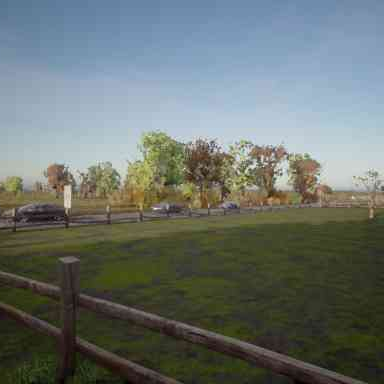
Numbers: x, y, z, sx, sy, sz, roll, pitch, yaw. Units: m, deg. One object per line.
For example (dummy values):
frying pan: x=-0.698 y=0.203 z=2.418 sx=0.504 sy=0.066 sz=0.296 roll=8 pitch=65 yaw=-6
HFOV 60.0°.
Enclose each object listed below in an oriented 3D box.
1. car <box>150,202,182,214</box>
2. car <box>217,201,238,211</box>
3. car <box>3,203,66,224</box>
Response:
car: x=-3.169 y=1.936 z=41.099 sx=2.128 sy=1.511 sz=4.902 roll=1 pitch=0 yaw=35
car: x=5.831 y=2.192 z=53.629 sx=1.812 sy=1.442 sz=4.674 roll=1 pitch=0 yaw=36
car: x=-12.896 y=1.707 z=27.421 sx=1.837 sy=1.490 sz=4.892 roll=1 pitch=0 yaw=35
